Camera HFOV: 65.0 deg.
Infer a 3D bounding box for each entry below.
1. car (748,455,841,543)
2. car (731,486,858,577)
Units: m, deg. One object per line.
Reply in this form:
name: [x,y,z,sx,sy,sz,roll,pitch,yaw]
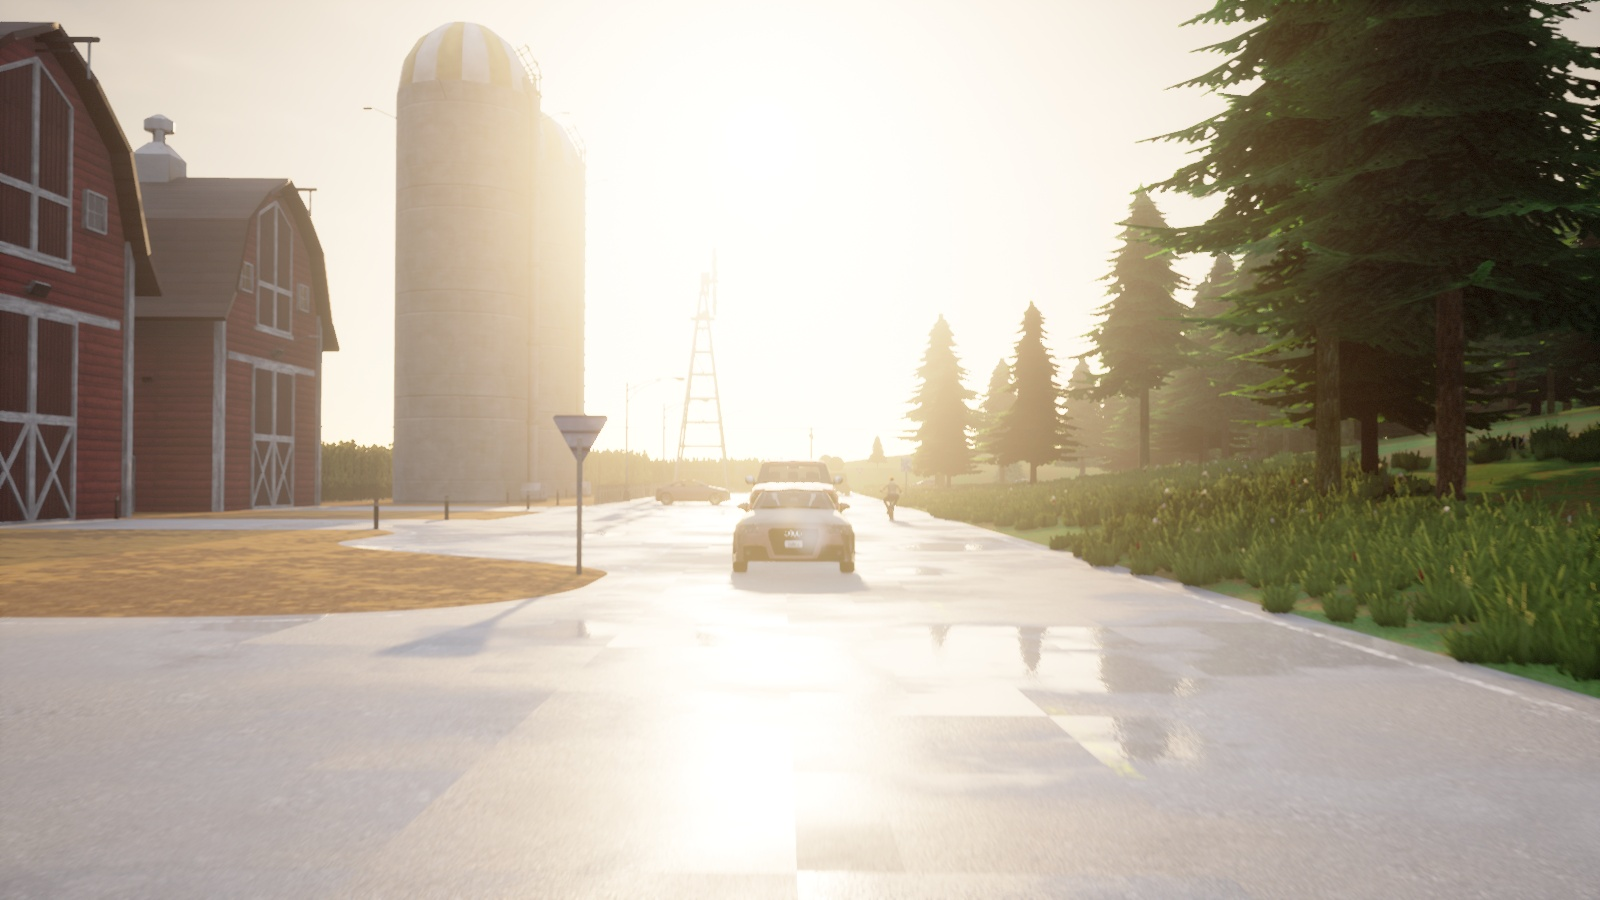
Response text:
car: [-0.143,1.210,32.185,2.150,2.045,5.566,0,-1,0]
car: [-0.095,1.342,21.906,1.994,1.385,4.181,0,-1,0]
